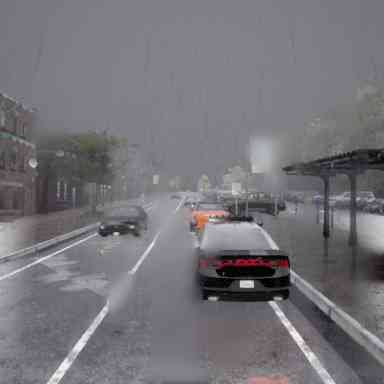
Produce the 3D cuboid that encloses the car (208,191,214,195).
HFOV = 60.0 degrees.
[{"bbox_3d":[5.596,1.020,55.286,4.892,1.521,2.231,0,1,0],"label":"car"}]

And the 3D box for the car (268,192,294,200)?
[{"bbox_3d":[18.591,0.812,69.828,4.792,1.488,2.163,0,1,0],"label":"car"}]

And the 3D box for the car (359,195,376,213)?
[{"bbox_3d":[18.758,1.277,30.965,4.892,1.521,2.231,0,1,0],"label":"car"}]

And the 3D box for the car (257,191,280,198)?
[{"bbox_3d":[18.588,0.597,80.931,4.892,1.521,2.231,0,1,0],"label":"car"}]

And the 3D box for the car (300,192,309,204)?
[{"bbox_3d":[18.880,1.116,47.622,5.366,1.575,1.946,0,1,0],"label":"car"}]

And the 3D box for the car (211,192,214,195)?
[{"bbox_3d":[5.638,1.125,49.676,4.792,1.488,2.163,0,1,0],"label":"car"}]

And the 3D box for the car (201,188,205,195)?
[{"bbox_3d":[5.485,0.397,77.708,5.566,2.045,2.435,0,1,0],"label":"car"}]

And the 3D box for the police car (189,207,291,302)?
[{"bbox_3d":[0.958,1.401,8.428,1.930,1.638,5.238,0,0,0],"label":"police car"}]

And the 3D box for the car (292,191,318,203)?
[{"bbox_3d":[18.705,1.080,53.176,4.792,1.488,2.163,0,1,0],"label":"car"}]

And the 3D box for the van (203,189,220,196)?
[{"bbox_3d":[5.349,0.187,91.722,4.442,1.987,1.878,0,1,0],"label":"van"}]

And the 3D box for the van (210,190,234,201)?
[{"bbox_3d":[5.678,0.658,63.694,4.442,1.987,1.878,0,1,0],"label":"van"}]

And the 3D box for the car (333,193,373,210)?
[{"bbox_3d":[18.738,1.226,36.516,5.008,1.535,2.097,0,1,0],"label":"car"}]

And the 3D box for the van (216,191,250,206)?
[{"bbox_3d":[5.735,0.900,46.870,4.442,1.987,1.878,0,1,0],"label":"van"}]

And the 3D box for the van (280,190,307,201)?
[{"bbox_3d":[18.765,0.697,61.500,4.442,1.987,1.878,0,1,0],"label":"van"}]

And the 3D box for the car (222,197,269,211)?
[{"bbox_3d":[5.659,1.273,35.658,4.674,1.452,2.002,0,1,0],"label":"car"}]

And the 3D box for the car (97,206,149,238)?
[{"bbox_3d":[-3.385,1.458,17.527,2.033,1.411,5.357,0,1,0],"label":"car"}]

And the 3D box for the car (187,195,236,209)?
[{"bbox_3d":[0.938,1.254,18.297,2.097,1.767,4.553,0,1,0],"label":"car"}]

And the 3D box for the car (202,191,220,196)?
[{"bbox_3d":[5.451,0.365,94.529,5.008,1.535,2.097,0,1,0],"label":"car"}]

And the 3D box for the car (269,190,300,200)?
[{"bbox_3d":[18.658,0.578,67.049,5.566,2.045,2.435,0,1,0],"label":"car"}]

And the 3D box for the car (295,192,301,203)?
[{"bbox_3d":[18.656,1.119,50.393,4.792,1.488,2.163,0,1,0],"label":"car"}]

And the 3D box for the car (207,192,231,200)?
[{"bbox_3d":[5.536,0.791,69.303,4.892,1.521,2.231,0,1,0],"label":"car"}]

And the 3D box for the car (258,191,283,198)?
[{"bbox_3d":[18.407,0.639,78.154,5.366,1.575,1.946,0,1,0],"label":"car"}]

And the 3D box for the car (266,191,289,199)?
[{"bbox_3d":[18.641,0.610,72.603,4.553,1.767,2.185,0,1,0],"label":"car"}]

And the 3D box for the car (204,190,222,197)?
[{"bbox_3d":[5.454,0.381,86.118,4.553,1.767,2.185,0,1,0],"label":"car"}]

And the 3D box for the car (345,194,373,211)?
[{"bbox_3d":[18.748,1.251,33.741,5.008,1.535,2.097,0,1,0],"label":"car"}]

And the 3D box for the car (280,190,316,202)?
[{"bbox_3d":[18.686,0.718,58.723,5.566,2.045,2.435,0,1,0],"label":"car"}]

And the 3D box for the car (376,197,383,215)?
[{"bbox_3d":[18.790,1.330,28.190,4.792,1.488,2.163,0,1,0],"label":"car"}]

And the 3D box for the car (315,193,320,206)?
[{"bbox_3d":[18.708,1.177,42.066,4.892,1.521,2.231,0,1,0],"label":"car"}]

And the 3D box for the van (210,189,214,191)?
[{"bbox_3d":[5.697,0.752,58.090,4.442,1.987,1.878,0,1,0],"label":"van"}]

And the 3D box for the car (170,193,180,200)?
[{"bbox_3d":[-3.386,0.897,67.453,1.994,1.385,4.181,0,1,0],"label":"car"}]

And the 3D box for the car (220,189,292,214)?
[{"bbox_3d":[5.647,1.032,30.049,5.566,2.045,2.435,0,1,0],"label":"car"}]

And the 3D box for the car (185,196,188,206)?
[{"bbox_3d":[-0.059,1.214,46.852,1.895,1.301,4.718,0,1,1],"label":"car"}]

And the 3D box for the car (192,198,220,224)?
[{"bbox_3d":[0.926,1.303,24.526,1.801,1.575,5.366,0,1,0],"label":"car"}]

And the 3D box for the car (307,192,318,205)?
[{"bbox_3d":[18.699,1.149,44.844,5.008,1.535,2.097,0,1,0],"label":"car"}]

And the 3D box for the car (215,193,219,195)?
[{"bbox_3d":[5.632,1.182,41.264,5.008,1.535,2.097,0,1,0],"label":"car"}]

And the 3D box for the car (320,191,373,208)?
[{"bbox_3d":[18.695,0.950,39.290,5.566,2.045,2.435,0,1,0],"label":"car"}]

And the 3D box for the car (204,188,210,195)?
[{"bbox_3d":[5.542,0.680,60.889,5.566,2.045,2.435,0,1,0],"label":"car"}]

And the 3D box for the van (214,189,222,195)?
[{"bbox_3d":[5.511,0.930,44.068,4.442,1.987,1.878,0,1,0],"label":"van"}]

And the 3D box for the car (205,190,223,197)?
[{"bbox_3d":[5.463,0.428,83.315,4.553,1.767,2.185,0,1,0],"label":"car"}]

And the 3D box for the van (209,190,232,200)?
[{"bbox_3d":[5.668,0.611,66.497,4.442,1.987,1.878,0,1,0],"label":"van"}]
